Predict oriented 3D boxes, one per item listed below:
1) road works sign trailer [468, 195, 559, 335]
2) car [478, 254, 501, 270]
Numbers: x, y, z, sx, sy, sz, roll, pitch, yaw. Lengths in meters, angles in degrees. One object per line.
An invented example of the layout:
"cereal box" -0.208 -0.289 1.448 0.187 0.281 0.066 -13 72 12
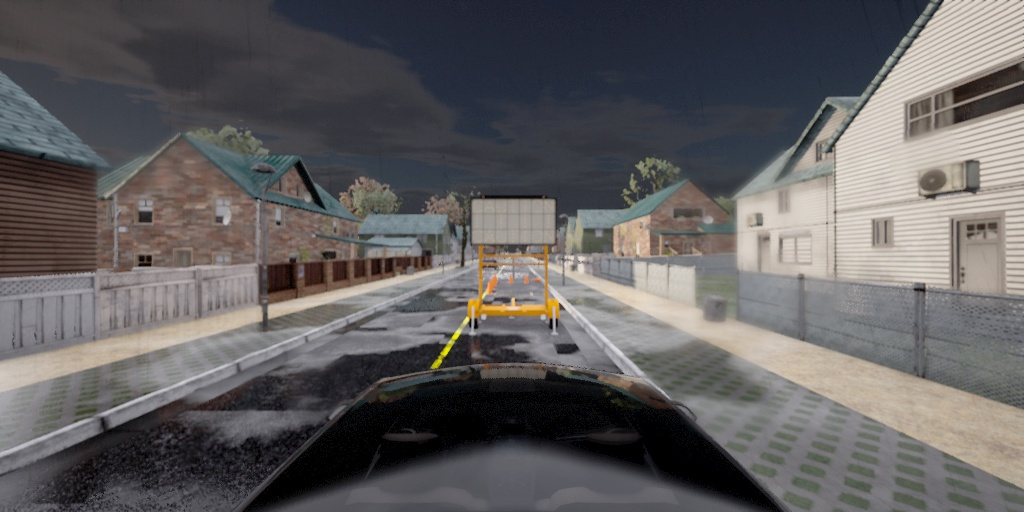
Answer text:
"road works sign trailer" 0.043 0.110 10.131 2.380 3.560 2.880 0 0 0
"car" -2.653 0.828 40.050 1.994 1.385 4.181 0 1 0
